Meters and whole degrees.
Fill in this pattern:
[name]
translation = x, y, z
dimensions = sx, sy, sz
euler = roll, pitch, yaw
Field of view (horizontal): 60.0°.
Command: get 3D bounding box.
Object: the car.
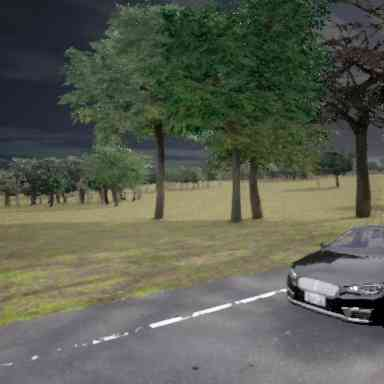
[car]
translation = 3.995, 1.462, 6.843
dimensions = 4.902, 1.511, 2.128
euler = 0, 0, -35
